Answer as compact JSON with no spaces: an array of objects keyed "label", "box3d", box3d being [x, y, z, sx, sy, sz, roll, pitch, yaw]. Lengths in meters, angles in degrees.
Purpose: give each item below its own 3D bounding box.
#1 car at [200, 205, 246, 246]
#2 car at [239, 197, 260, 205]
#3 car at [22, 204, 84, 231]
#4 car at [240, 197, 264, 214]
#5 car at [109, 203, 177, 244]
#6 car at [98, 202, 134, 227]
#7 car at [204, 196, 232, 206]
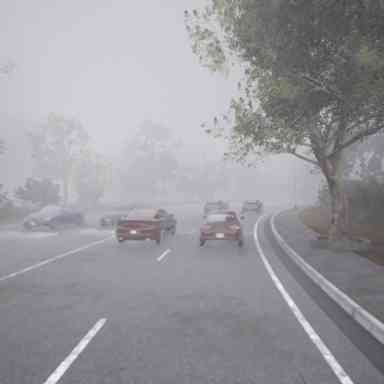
[{"label":"car","box3d":[1.444,1.545,15.385,1.812,1.442,4.674,0,0,8]},{"label":"car","box3d":[10.563,1.633,60.871,2.033,1.411,5.357,0,0,32]},{"label":"car","box3d":[-8.464,1.503,20.845,1.812,1.442,4.674,0,0,11]},{"label":"car","box3d":[6.696,1.553,36.284,2.128,1.511,4.902,0,0,19]},{"label":"car","box3d":[-2.017,1.482,15.967,1.882,1.535,5.008,0,0,8]},{"label":"car","box3d":[-4.585,1.500,22.535,1.837,1.490,4.892,0,0,12]},{"label":"car","box3d":[2.669,1.529,35.301,2.128,1.511,4.902,0,0,18]}]
